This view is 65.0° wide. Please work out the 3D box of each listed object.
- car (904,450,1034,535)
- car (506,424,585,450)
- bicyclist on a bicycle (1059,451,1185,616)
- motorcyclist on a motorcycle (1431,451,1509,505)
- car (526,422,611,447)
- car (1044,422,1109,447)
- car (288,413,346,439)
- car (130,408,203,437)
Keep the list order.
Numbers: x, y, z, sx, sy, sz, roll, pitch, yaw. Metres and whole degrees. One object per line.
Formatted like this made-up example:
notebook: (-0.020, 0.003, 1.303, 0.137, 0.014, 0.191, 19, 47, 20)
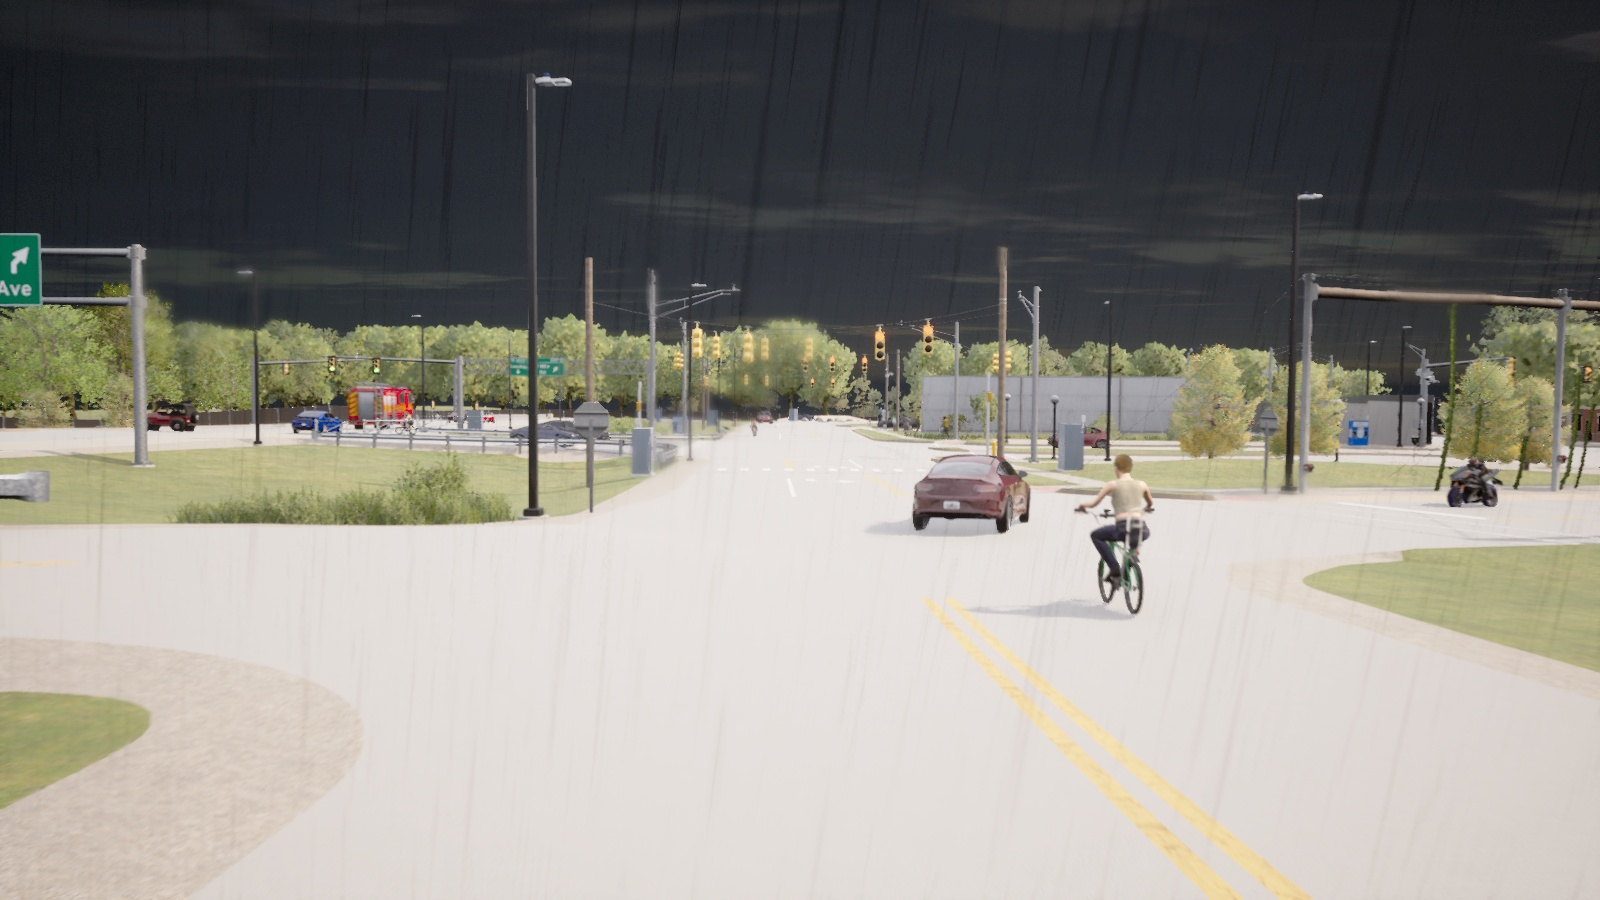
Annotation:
car: (3.510, 0.778, 25.308, 1.812, 1.442, 4.674, 0, 1, 18)
car: (-14.802, -0.771, 73.257, 4.181, 1.385, 1.994, 2, 2, 1)
bicyclist on a bicycle: (3.322, 0.820, 13.092, 0.866, 1.612, 1.509, 0, 0, -2)
motorcyclist on a motorcycle: (19.785, 0.820, 37.072, 2.191, 1.530, 0.866, 0, 3, -27)
car: (-14.115, -0.974, 76.858, 4.892, 1.490, 1.837, 0, 2, -3)
car: (18.863, -1.065, 85.853, 3.988, 1.617, 1.851, 0, 2, -1)
car: (-31.018, -1.562, 80.817, 1.882, 1.535, 5.008, 2, 1, -1)
car: (-42.320, -1.840, 83.936, 3.866, 1.878, 1.905, 0, 1, -2)
